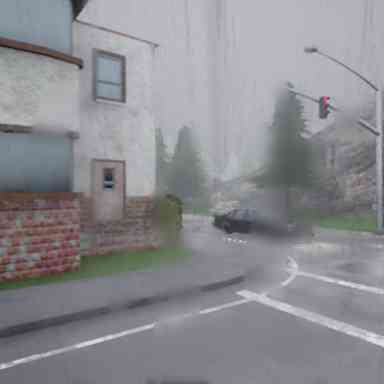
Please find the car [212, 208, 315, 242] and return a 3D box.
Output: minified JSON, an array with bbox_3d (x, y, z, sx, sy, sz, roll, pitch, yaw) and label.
[{"bbox_3d":[3.210,1.492,16.265,2.033,1.411,5.357,0,0,-35],"label":"car"}]
